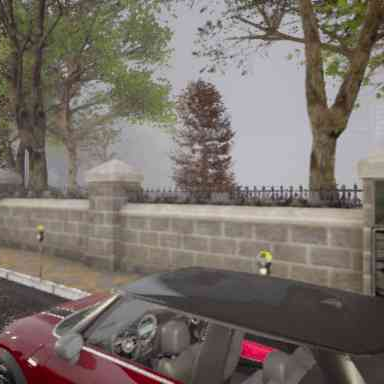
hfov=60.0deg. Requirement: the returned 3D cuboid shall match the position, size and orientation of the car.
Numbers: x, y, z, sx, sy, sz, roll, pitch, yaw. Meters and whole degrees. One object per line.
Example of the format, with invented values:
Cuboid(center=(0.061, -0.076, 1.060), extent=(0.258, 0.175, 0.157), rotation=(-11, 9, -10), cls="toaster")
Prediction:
Cuboid(center=(-0.109, 1.427, 2.963), extent=(4.097, 1.590, 1.967), rotation=(1, 0, 36), cls="car")
